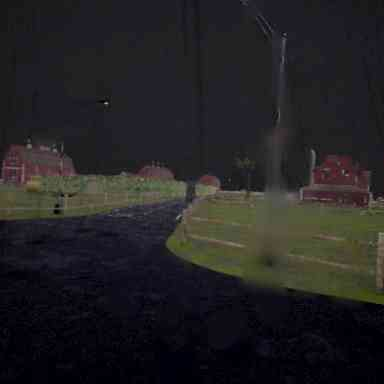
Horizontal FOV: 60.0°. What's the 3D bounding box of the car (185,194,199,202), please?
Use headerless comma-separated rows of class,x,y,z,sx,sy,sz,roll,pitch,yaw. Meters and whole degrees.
car,0.034,0.919,57.769,1.882,1.535,5.008,4,1,6
